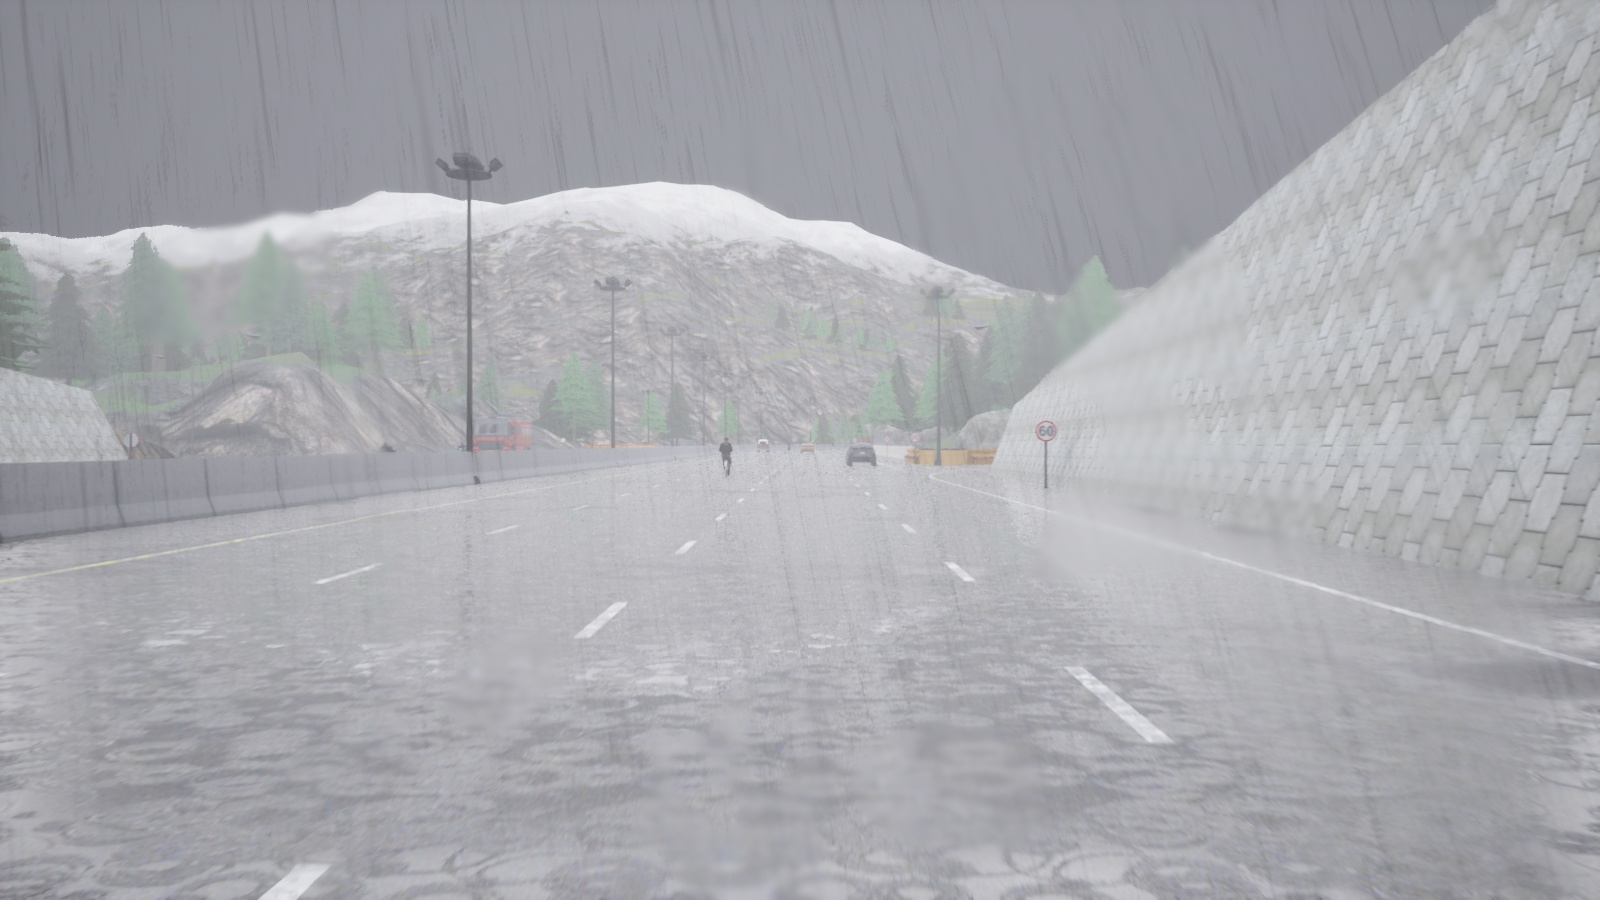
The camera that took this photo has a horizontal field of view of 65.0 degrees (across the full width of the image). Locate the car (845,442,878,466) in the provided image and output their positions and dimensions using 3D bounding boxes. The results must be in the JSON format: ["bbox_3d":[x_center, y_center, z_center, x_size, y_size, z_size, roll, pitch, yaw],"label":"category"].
[{"bbox_3d":[3.982,0.235,81.875,2.007,1.525,4.514,0,0,0],"label":"car"}]
